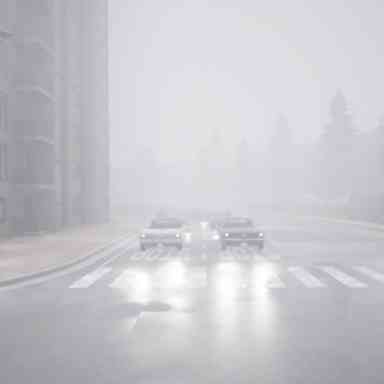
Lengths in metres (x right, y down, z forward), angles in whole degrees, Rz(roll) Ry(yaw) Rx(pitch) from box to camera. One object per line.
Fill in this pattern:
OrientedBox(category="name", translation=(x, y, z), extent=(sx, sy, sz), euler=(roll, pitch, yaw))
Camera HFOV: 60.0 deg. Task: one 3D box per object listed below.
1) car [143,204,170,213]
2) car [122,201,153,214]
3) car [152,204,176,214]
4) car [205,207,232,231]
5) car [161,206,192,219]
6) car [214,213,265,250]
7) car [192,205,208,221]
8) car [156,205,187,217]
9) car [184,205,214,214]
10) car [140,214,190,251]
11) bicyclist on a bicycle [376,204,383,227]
OrientedBox(category="car", translation=(-6.128, 2.807, 57.268), extent=(4.674, 1.442, 1.812), euler=(-2, -1, 35))
OrientedBox(category="car", translation=(-8.995, 2.488, 54.826), extent=(5.566, 2.045, 2.150), euler=(-2, -2, 34))
OrientedBox(category="car", translation=(-2.492, 2.280, 35.350), extent=(1.837, 1.490, 4.892), euler=(0, -1, -20))
OrientedBox(category="car", translation=(2.335, 2.057, 24.812), extent=(1.994, 1.385, 4.181), euler=(-1, -1, -1))
OrientedBox(category="car", translation=(-1.104, 2.072, 25.257), extent=(1.812, 1.442, 4.674), euler=(-1, -1, -1))
OrientedBox(category="car", translation=(2.239, 1.911, 16.044), extent=(1.895, 1.301, 4.718), euler=(-1, -1, 2))
OrientedBox(category="car", translation=(1.258, 2.277, 34.650), extent=(1.994, 1.385, 4.181), euler=(0, -1, -17))
OrientedBox(category="car", translation=(-2.745, 2.458, 43.702), extent=(1.837, 1.490, 4.892), euler=(0, -1, -32))
OrientedBox(category="car", translation=(1.053, 2.646, 50.387), extent=(1.895, 1.301, 4.718), euler=(0, -2, -39))
OrientedBox(category="car", translation=(-1.254, 1.957, 16.092), extent=(1.895, 1.301, 4.718), euler=(-1, -1, 2))
OrientedBox(category="bicyclist on a bicycle", translation=(13.504, 1.611, 22.960), extent=(1.656, 1.620, 0.582), euler=(-1, -1, 2))
